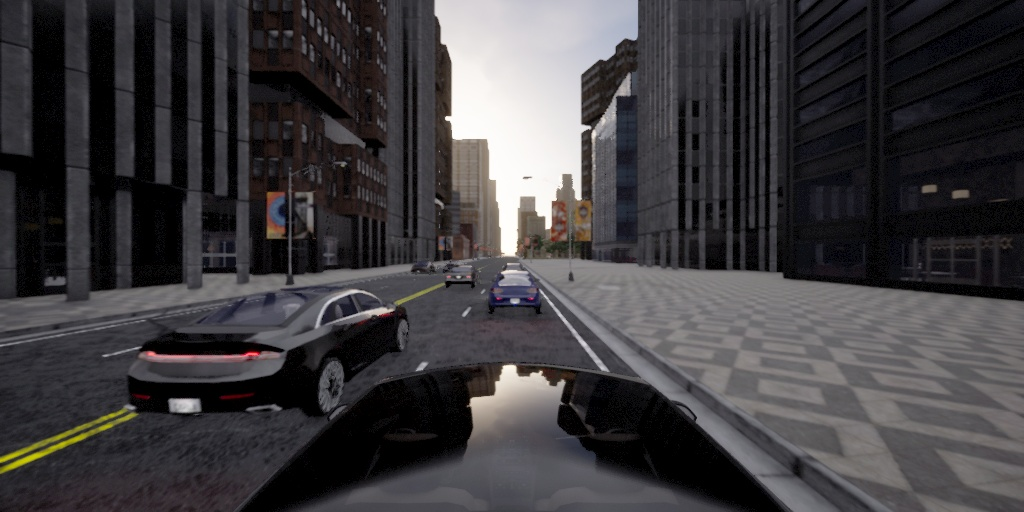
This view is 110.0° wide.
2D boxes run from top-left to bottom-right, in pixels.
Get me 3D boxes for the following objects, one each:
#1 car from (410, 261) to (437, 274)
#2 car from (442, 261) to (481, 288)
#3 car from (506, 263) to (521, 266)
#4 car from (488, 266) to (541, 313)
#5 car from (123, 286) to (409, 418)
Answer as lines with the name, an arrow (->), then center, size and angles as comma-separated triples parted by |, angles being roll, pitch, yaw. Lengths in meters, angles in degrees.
car -> -9.818, 1.263, 40.289 | 2.033, 1.411, 5.357 | 0, 0, 0
car -> -3.136, 1.286, 23.562 | 2.033, 1.411, 5.357 | 0, 0, 0
car -> 0.115, 1.294, 29.851 | 1.994, 1.385, 4.181 | 0, 0, 0
car -> 0.093, 1.274, 13.793 | 1.812, 1.442, 4.674 | 0, 0, 0
car -> -3.152, 1.241, 5.900 | 2.128, 1.511, 4.902 | 0, 0, 0
